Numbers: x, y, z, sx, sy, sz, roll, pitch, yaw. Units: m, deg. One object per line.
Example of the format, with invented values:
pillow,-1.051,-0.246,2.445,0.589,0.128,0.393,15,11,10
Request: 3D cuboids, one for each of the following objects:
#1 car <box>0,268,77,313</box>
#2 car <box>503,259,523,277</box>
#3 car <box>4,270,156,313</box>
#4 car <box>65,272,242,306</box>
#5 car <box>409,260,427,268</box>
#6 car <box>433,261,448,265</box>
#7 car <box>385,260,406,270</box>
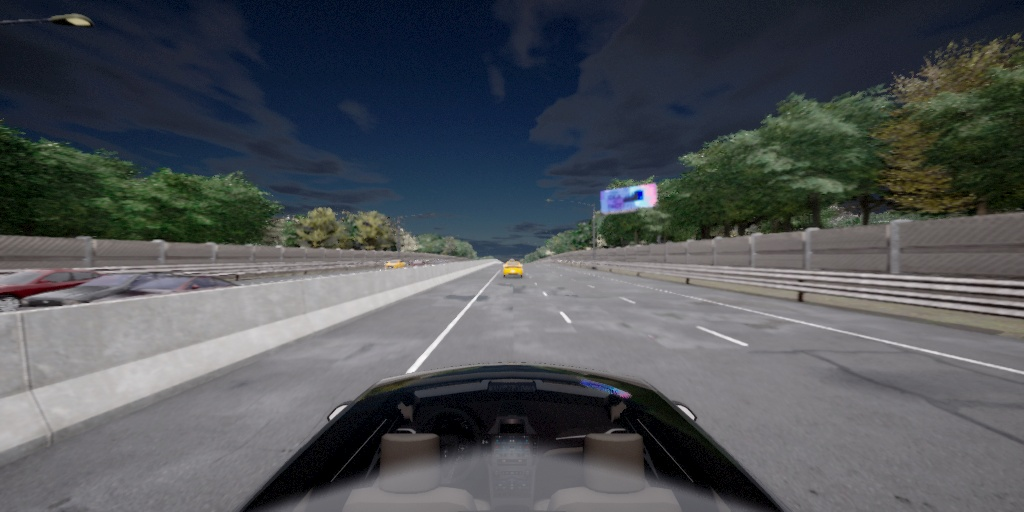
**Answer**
car,-17.590,1.236,13.458,1.882,1.535,5.008,0,0,0
car,0.095,1.287,36.267,1.882,1.535,5.008,0,0,0
car,-14.093,1.306,13.403,2.033,1.411,5.357,0,0,0
car,-10.591,1.321,11.433,1.994,1.385,4.181,0,0,0
car,-14.034,1.387,54.142,1.812,1.442,4.674,0,0,0
car,-10.545,1.420,53.100,1.994,1.385,4.181,0,0,1
car,-17.535,1.338,54.059,1.882,1.535,5.008,0,0,0
